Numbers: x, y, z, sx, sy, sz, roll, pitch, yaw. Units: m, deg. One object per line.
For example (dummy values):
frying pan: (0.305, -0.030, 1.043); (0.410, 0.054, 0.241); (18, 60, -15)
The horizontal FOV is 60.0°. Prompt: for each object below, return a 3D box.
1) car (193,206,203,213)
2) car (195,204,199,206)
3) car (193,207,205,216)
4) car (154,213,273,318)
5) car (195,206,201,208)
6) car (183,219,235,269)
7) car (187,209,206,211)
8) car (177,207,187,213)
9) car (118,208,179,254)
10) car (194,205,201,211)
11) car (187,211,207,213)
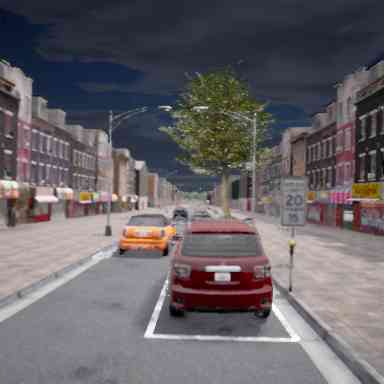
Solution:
car: (1.287, 3.681, 68.967); (2.008, 1.369, 4.403); (0, -2, 1)
car: (1.018, 2.879, 46.800); (1.967, 1.590, 4.097); (0, -2, 1)
car: (1.152, 3.333, 57.881); (2.008, 1.369, 4.403); (0, -2, 1)
car: (0.546, 1.589, 8.004); (2.192, 1.841, 5.009); (0, -2, 1)
car: (0.950, 2.814, 41.254); (1.887, 1.381, 4.507); (0, -2, 1)
car: (0.615, 1.969, 13.711); (1.752, 1.417, 4.829); (0, -2, 1)
car: (0.815, 2.485, 30.169); (2.008, 1.369, 4.403); (0, -2, 1)
car: (-1.535, 2.810, 44.271); (1.837, 1.490, 4.892); (1, -2, 1)
car: (-1.928, 1.793, 15.557); (2.097, 1.767, 4.553); (1, -2, 1)
car: (1.557, 4.383, 91.136); (2.008, 1.369, 4.403); (0, -2, 1)
car: (0.748, 2.334, 24.625); (1.947, 1.339, 4.313); (0, -2, 1)
